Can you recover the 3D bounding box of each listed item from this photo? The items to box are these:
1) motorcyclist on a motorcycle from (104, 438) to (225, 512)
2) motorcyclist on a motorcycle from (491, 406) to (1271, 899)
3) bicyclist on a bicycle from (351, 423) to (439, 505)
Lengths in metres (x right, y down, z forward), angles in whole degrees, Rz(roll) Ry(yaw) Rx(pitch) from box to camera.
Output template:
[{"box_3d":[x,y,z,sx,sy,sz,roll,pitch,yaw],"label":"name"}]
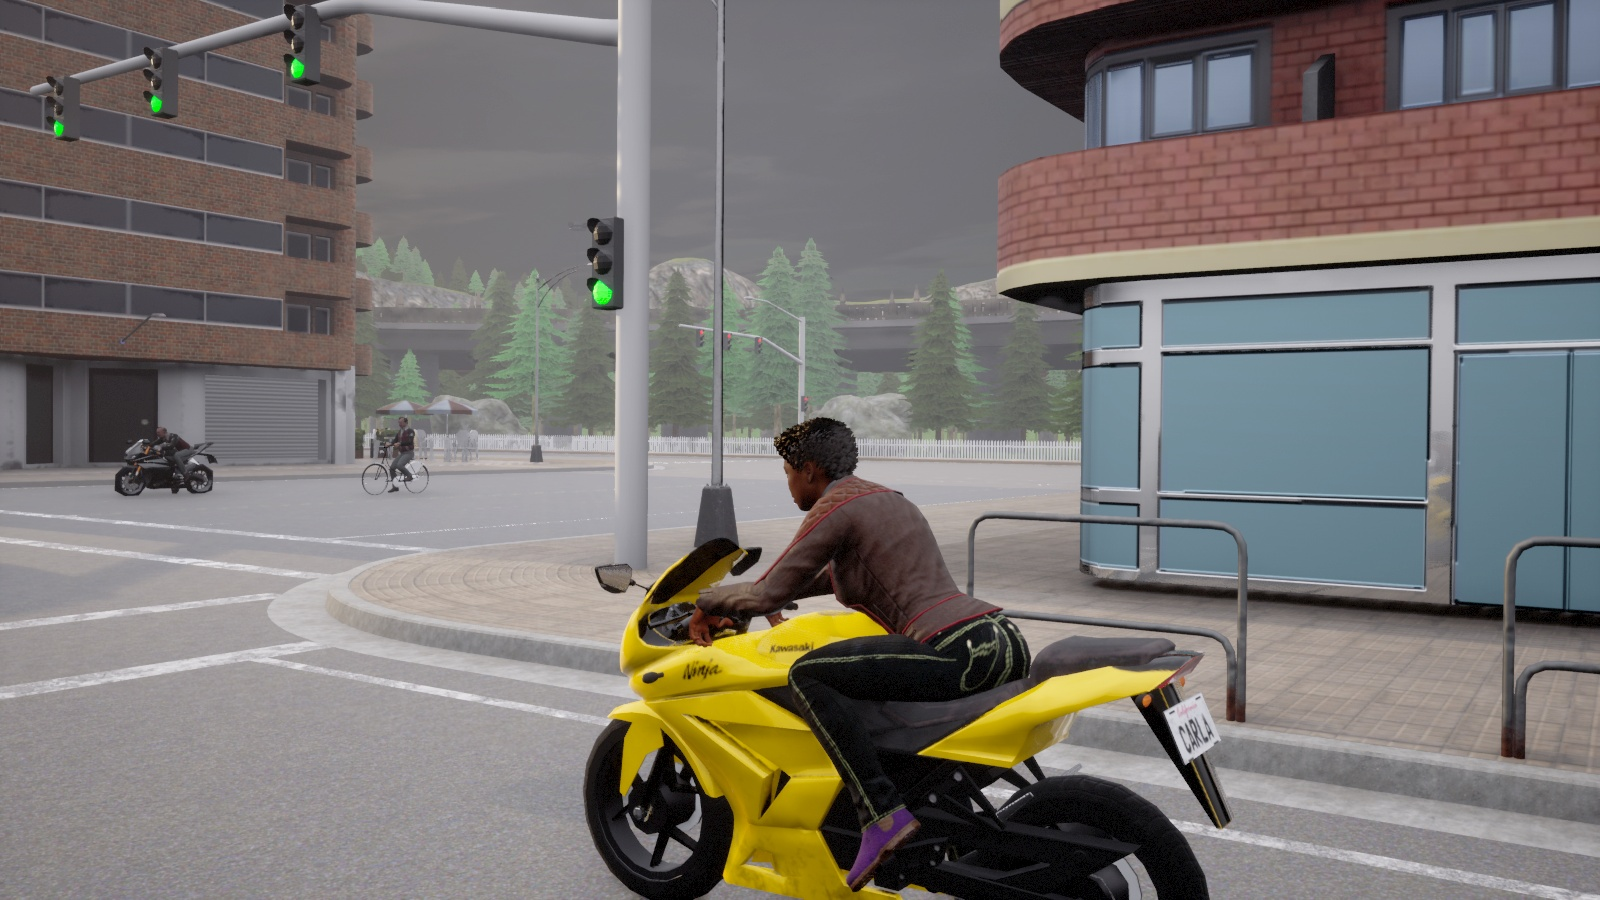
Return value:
[{"box_3d":[-13.873,0.517,27.482,0.866,1.530,2.191,0,1,34],"label":"motorcyclist on a motorcycle"},{"box_3d":[0.158,0.664,3.519,2.044,1.523,0.797,0,1,34],"label":"motorcyclist on a motorcycle"},{"box_3d":[-9.107,0.298,28.300,0.659,1.776,1.843,0,1,34],"label":"bicyclist on a bicycle"}]
